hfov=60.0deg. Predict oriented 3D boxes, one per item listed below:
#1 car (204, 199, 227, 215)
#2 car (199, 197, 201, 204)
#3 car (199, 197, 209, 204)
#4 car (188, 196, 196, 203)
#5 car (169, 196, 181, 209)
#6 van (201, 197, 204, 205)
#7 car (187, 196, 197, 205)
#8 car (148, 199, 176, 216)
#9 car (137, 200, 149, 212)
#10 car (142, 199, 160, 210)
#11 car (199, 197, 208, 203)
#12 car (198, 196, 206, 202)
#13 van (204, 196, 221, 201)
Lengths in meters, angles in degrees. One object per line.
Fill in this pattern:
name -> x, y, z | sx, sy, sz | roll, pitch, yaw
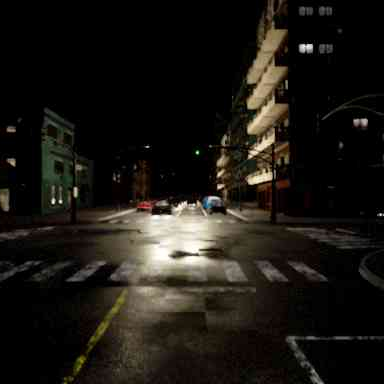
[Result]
car -> 2.696, 1.718, 35.295 | 2.008, 1.369, 4.403 | 1, 0, 0
car -> 2.693, 1.807, 63.367 | 1.752, 1.417, 4.829 | 1, 0, 0
car -> 2.691, 1.887, 74.359 | 1.947, 1.339, 4.313 | 1, 0, 0
car -> -0.012, 1.680, 75.204 | 1.812, 1.442, 4.674 | 0, 0, 0
car -> -3.072, 1.758, 51.180 | 1.812, 1.442, 4.674 | 0, 0, 0
van -> 2.697, 1.578, 52.038 | 1.690, 1.788, 3.998 | 1, 0, 0
car -> -0.010, 1.764, 64.779 | 1.882, 1.535, 5.008 | 0, 0, 0
car -> -3.095, 1.728, 35.104 | 1.994, 1.385, 4.181 | 0, 0, 0
car -> -5.685, 1.771, 40.838 | 1.802, 1.307, 4.206 | 1, 0, 0
car -> -5.685, 1.758, 46.418 | 1.887, 1.381, 4.507 | 1, 0, 0
car -> 2.691, 1.906, 79.940 | 1.947, 1.339, 4.313 | 1, 0, 0
car -> 2.690, 1.920, 91.102 | 1.887, 1.381, 4.507 | 1, 0, 0
van -> 2.698, 1.532, 40.875 | 1.690, 1.788, 3.998 | 1, 0, 0
